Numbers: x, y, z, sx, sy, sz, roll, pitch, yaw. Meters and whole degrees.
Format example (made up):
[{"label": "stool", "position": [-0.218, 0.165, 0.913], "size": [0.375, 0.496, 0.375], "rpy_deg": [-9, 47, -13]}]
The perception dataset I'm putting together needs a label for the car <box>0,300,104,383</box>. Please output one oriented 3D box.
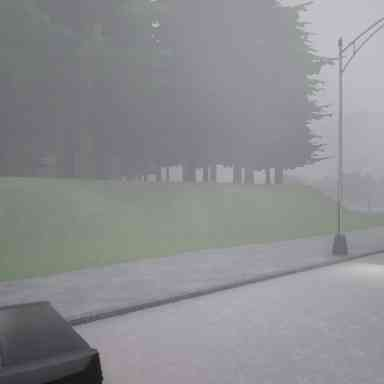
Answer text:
[{"label": "car", "position": [-3.190, 1.601, 2.256], "size": [4.718, 1.301, 1.895], "rpy_deg": [0, 0, -37]}]
